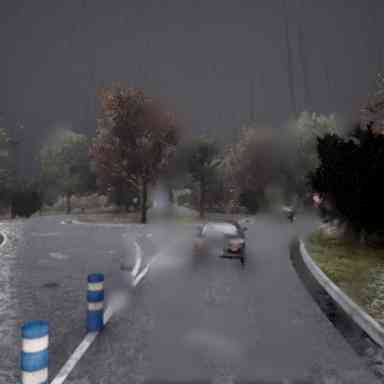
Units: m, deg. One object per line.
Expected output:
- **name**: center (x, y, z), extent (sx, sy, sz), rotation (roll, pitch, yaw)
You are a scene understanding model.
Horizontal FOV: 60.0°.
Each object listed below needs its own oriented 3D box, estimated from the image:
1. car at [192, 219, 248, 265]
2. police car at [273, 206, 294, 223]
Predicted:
- **car**: center (1.120, 1.758, 12.598), extent (1.812, 1.442, 4.674), rotation (0, -2, 8)
- **police car**: center (9.565, 2.280, 34.884), extent (1.930, 1.638, 5.238), rotation (0, -1, 16)
